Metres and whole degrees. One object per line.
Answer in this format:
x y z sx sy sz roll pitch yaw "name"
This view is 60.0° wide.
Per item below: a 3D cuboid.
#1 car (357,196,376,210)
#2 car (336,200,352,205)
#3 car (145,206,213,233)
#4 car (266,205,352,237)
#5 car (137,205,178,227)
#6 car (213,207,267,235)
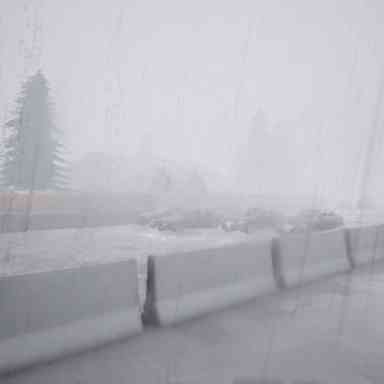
27.474 1.722 52.385 2.150 2.045 5.566 -1 -1 35 "car"
25.456 2.083 55.637 2.033 1.411 5.357 -1 -1 34 "car"
-0.101 1.804 21.726 5.357 1.411 2.033 0 -1 -40 "car"
6.593 1.679 18.304 4.902 1.511 2.128 0 -1 -41 "car"
-1.735 1.779 24.967 5.008 1.535 1.882 0 -1 -41 "car"
3.922 1.717 20.616 4.902 1.511 2.128 0 -1 -41 "car"
